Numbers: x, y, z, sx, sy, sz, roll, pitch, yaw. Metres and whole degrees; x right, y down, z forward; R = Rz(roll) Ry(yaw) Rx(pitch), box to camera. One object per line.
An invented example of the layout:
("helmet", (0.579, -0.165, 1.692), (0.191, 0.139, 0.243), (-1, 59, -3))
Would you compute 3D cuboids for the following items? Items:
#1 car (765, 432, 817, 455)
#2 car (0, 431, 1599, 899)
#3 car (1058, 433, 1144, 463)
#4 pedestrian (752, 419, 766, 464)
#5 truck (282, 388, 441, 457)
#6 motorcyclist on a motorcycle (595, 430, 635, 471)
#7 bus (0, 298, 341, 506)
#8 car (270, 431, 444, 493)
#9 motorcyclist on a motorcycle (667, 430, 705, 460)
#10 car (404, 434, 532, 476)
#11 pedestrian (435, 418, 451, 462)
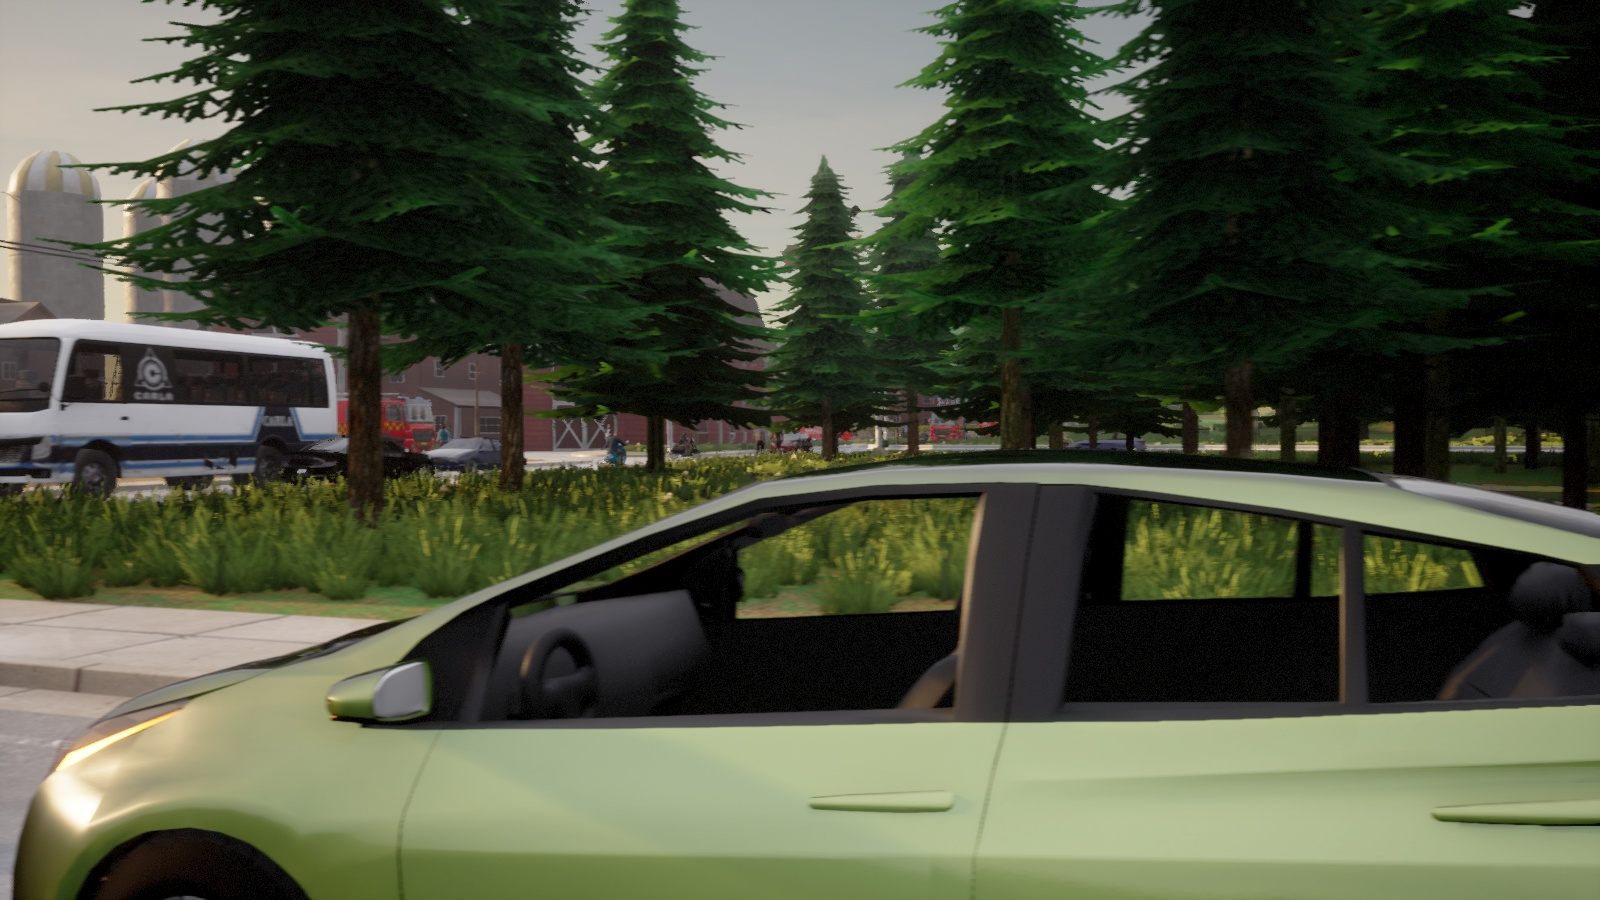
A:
("car", (-0.568, -0.479, 84.224), (2.163, 1.488, 4.792), (0, 1, 17))
("car", (0.291, 0.725, 3.089), (4.514, 1.525, 2.007), (1, 1, 18))
("car", (15.478, -0.122, 64.499), (4.193, 1.474, 1.816), (0, 1, 16))
("pedestrian", (-1.812, -0.371, 55.474), (0.423, 1.949, 0.788), (0, 1, 16))
("truck", (-25.155, -1.570, 72.165), (8.468, 3.827, 2.891), (0, 1, 16))
("motorcyclist on a motorcycle", (-7.273, 0.002, 49.496), (0.866, 1.590, 1.817), (0, 1, 17))
("bus", (-16.364, -1.070, 31.222), (3.944, 4.253, 10.273), (0, 1, 17))
("car", (-11.870, 0.255, 34.084), (1.882, 1.535, 5.008), (0, 1, 17))
("motorcyclist on a motorcycle", (-6.068, -0.286, 66.866), (1.817, 1.590, 0.866), (1, 1, 16))
("car", (-12.015, 0.138, 45.845), (2.033, 1.411, 5.357), (0, 1, 17))
("pedestrian", (-15.533, -0.436, 54.639), (0.396, 1.930, 0.692), (0, 1, 10))
